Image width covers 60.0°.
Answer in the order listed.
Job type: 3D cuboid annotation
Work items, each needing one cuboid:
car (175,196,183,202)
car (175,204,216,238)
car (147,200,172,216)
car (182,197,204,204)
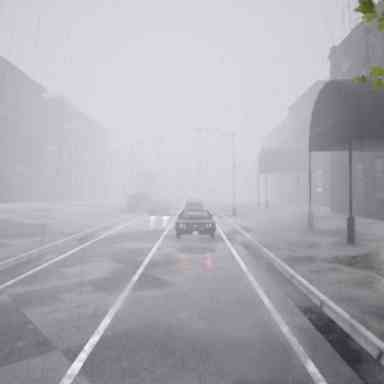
[{"bbox_3d":[-2.700,1.528,72.518,1.895,1.301,4.718,0,0,0],"label":"car"},{"bbox_3d":[0.170,1.545,17.308,1.895,1.301,4.718,0,0,0],"label":"car"},{"bbox_3d":[-2.967,1.473,30.996,1.994,1.385,4.181,0,0,0],"label":"car"},{"bbox_3d":[0.246,1.383,35.611,1.882,1.535,5.008,0,0,0],"label":"car"}]
